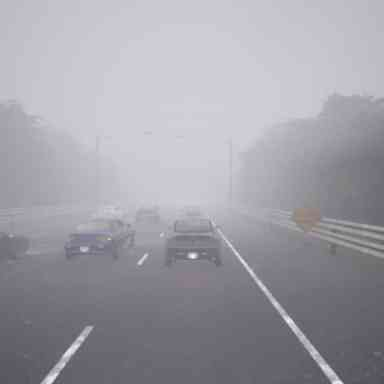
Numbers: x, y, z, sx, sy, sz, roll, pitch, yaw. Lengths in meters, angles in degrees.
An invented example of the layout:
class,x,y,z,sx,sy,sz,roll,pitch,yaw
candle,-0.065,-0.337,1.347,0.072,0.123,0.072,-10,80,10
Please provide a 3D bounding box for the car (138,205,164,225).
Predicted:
class,x,y,z,sx,sy,sz,roll,pitch,yaw
car,-3.454,1.837,27.267,2.128,1.511,4.902,0,-1,1

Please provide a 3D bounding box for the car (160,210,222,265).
class,x,y,z,sx,sy,sz,roll,pitch,yaw
car,0.046,1.663,12.305,1.837,1.490,4.892,0,0,0

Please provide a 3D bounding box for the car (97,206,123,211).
class,x,y,z,sx,sy,sz,roll,pitch,yaw
car,-6.945,1.881,28.075,1.812,1.442,4.674,0,0,1

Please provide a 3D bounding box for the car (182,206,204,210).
class,x,y,z,sx,sy,sz,roll,pitch,yaw
car,0.053,1.879,27.948,1.812,1.442,4.674,0,0,0

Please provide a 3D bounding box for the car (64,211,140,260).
class,x,y,z,sx,sy,sz,roll,pitch,yaw
car,-3.450,1.691,13.022,1.812,1.442,4.674,0,0,0

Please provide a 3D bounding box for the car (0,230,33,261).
class,x,y,z,sx,sy,sz,roll,pitch,yaw
car,-6.974,1.677,10.112,2.033,1.411,5.357,0,-1,0

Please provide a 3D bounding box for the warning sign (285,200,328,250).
class,x,y,z,sx,sy,sz,roll,pitch,yaw
warning sign,4.579,1.287,13.408,1.300,1.860,1.060,2,1,0
